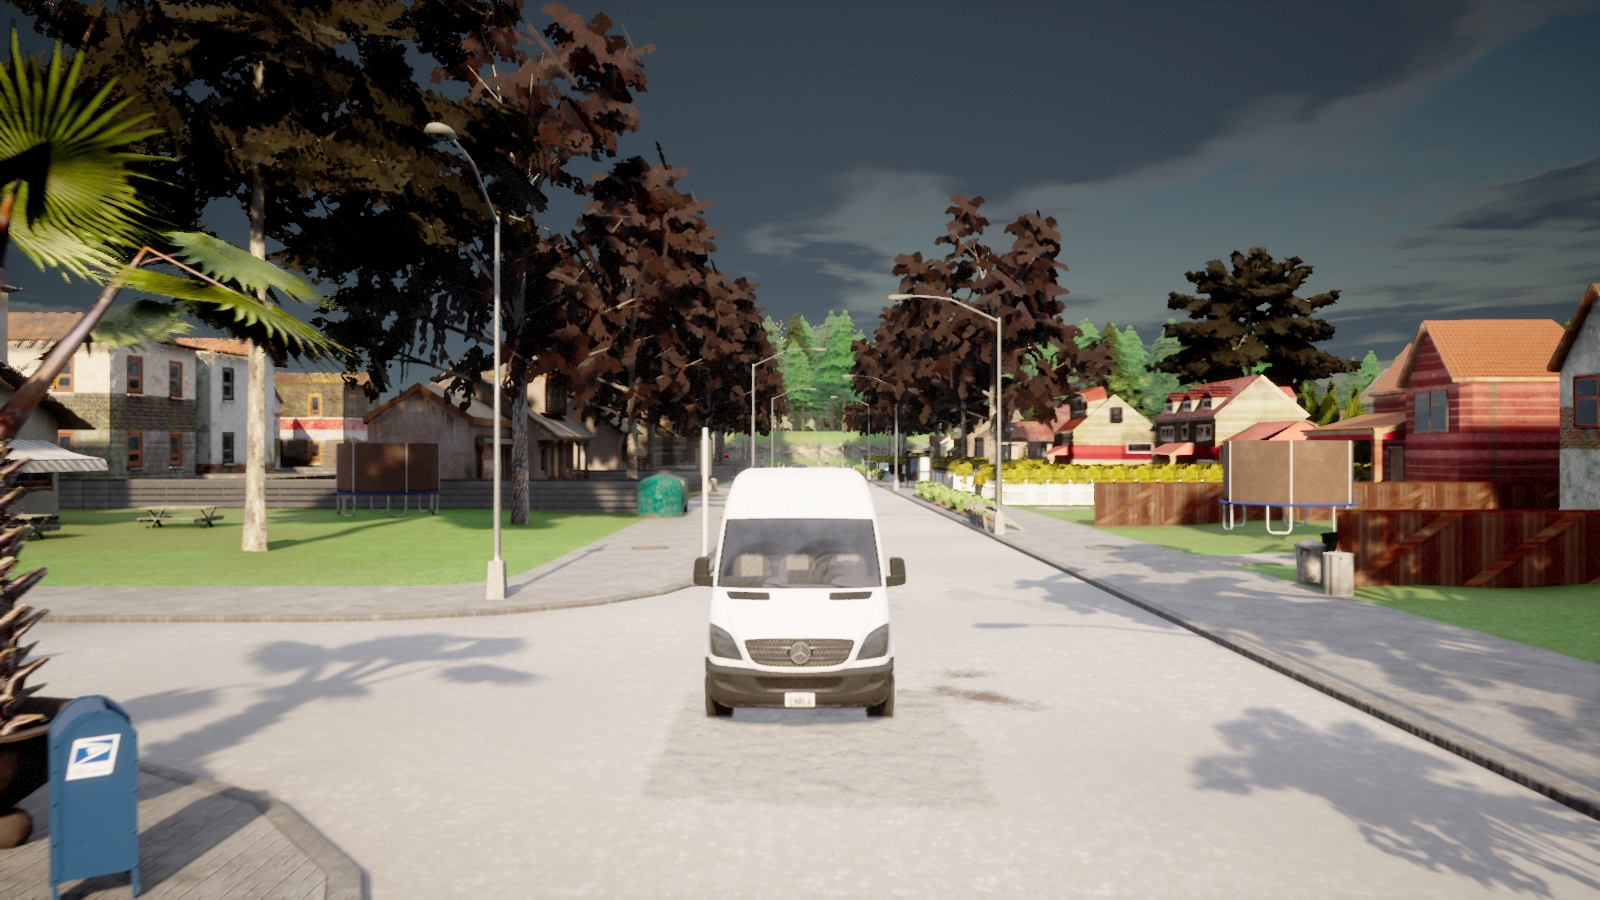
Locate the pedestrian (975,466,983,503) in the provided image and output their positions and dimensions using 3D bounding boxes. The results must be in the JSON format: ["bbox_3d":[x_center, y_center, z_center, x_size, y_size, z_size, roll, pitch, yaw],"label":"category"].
[{"bbox_3d":[8.971,1.730,57.242,0.375,1.860,0.375,0,0,2],"label":"pedestrian"}]

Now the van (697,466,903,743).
[{"bbox_3d":[0.005,1.530,13.953,1.988,2.561,5.915,0,0,0],"label":"van"}]
